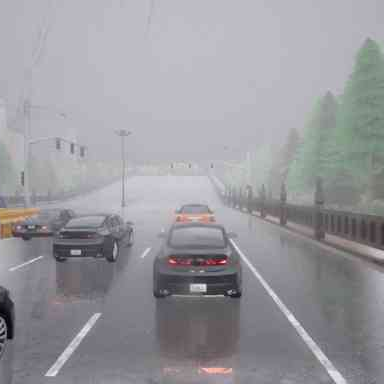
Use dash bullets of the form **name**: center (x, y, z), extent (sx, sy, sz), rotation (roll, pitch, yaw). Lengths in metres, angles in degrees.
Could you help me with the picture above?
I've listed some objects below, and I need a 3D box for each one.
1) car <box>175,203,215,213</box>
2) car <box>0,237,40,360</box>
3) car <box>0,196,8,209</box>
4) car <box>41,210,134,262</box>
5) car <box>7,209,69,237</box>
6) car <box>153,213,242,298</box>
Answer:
- **car**: center (0.150, 1.352, 17.512), extent (2.097, 1.767, 4.553), rotation (0, 0, 0)
- **car**: center (-3.393, 1.492, 2.717), extent (2.128, 1.511, 4.902), rotation (0, 0, 0)
- **car**: center (-13.940, 1.243, 21.078), extent (2.150, 2.045, 5.566), rotation (0, 0, 0)
- **car**: center (-3.365, 1.505, 12.071), extent (1.837, 1.490, 4.892), rotation (0, 0, 0)
- **car**: center (-6.853, 1.547, 16.733), extent (2.033, 1.411, 5.357), rotation (0, 0, 0)
- **car**: center (0.124, 1.505, 8.497), extent (1.837, 1.490, 4.892), rotation (0, 0, 0)
